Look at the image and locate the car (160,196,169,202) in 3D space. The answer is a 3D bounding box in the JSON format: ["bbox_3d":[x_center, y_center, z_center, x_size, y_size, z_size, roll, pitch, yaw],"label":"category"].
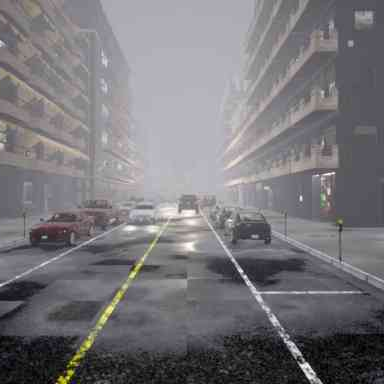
[{"bbox_3d":[-6.795,1.640,82.258,1.802,1.307,4.206,1,0,-1],"label":"car"}]

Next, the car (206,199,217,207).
[{"bbox_3d":[2.350,1.538,26.836,1.752,1.417,4.829,1,0,-1],"label":"car"}]

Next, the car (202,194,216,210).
[{"bbox_3d":[2.125,1.339,43.368,2.192,1.841,5.009,1,0,-1],"label":"car"}]

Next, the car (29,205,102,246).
[{"bbox_3d":[-5.875,1.552,15.449,1.887,1.381,4.507,1,0,-1],"label":"car"}]

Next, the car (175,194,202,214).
[{"bbox_3d":[-0.373,1.241,36.168,2.150,2.045,5.566,0,0,-1],"label":"car"}]

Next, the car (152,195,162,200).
[{"bbox_3d":[-6.412,1.599,54.421,1.947,1.339,4.313,1,0,-1],"label":"car"}]

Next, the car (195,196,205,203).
[{"bbox_3d":[1.738,1.598,71.205,2.008,1.369,4.403,1,0,-1],"label":"car"}]

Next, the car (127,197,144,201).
[{"bbox_3d":[-6.102,1.542,31.981,1.752,1.417,4.829,1,0,-1],"label":"car"}]

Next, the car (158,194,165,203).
[{"bbox_3d":[-6.638,1.362,71.123,2.192,1.841,5.009,1,0,-1],"label":"car"}]

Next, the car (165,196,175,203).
[{"bbox_3d":[-3.924,1.557,68.414,1.882,1.535,5.008,0,0,-1],"label":"car"}]

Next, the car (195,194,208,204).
[{"bbox_3d":[1.818,1.357,65.637,2.192,1.841,5.009,1,0,-1],"label":"car"}]

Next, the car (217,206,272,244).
[{"bbox_3d":[2.505,1.558,15.531,2.008,1.369,4.403,1,0,-1],"label":"car"}]

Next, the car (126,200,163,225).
[{"bbox_3d":[-3.418,1.537,24.385,1.812,1.442,4.674,0,0,-1],"label":"car"}]

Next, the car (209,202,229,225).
[{"bbox_3d":[2.429,1.560,21.098,2.008,1.369,4.403,1,0,-1],"label":"car"}]

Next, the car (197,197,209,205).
[{"bbox_3d":[1.892,1.582,60.069,1.887,1.381,4.507,1,0,-1],"label":"car"}]

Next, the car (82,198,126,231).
[{"bbox_3d":[-5.948,1.325,21.017,2.192,1.841,5.009,1,0,-1],"label":"car"}]

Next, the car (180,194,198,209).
[{"bbox_3d":[-0.511,1.248,46.890,2.150,2.045,5.566,0,0,-4],"label":"car"}]

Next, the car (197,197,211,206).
[{"bbox_3d":[1.969,1.584,54.503,2.008,1.369,4.403,1,0,-1],"label":"car"}]

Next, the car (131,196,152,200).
[{"bbox_3d":[-6.178,1.335,37.719,2.192,1.841,5.009,1,0,-1],"label":"car"}]
